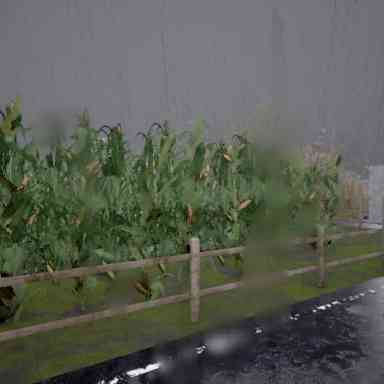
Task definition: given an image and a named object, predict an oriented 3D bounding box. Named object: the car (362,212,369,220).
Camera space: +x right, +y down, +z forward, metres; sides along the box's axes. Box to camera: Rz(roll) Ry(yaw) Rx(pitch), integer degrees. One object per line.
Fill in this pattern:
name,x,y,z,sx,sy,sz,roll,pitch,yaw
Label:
car,15.302,1.609,23.995,2.033,1.411,5.357,0,0,-35
